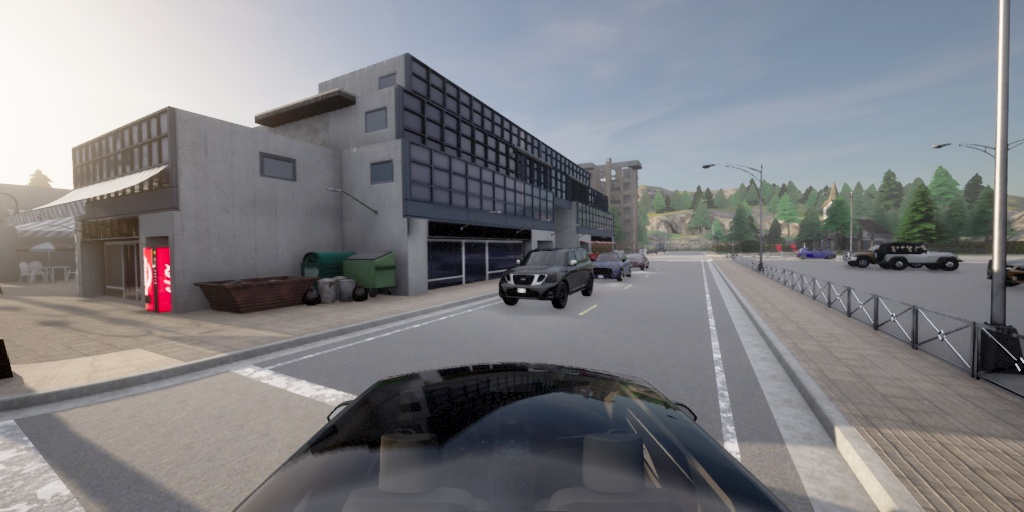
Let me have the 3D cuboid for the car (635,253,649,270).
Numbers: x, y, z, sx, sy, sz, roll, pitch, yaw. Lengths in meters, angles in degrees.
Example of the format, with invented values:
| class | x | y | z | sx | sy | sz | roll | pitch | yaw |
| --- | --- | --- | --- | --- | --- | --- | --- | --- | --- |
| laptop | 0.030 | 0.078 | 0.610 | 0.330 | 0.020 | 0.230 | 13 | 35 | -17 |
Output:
| class | x | y | z | sx | sy | sz | roll | pitch | yaw |
| --- | --- | --- | --- | --- | --- | --- | --- | --- | --- |
| car | 10.917 | 0.451 | 31.715 | 1.812 | 1.442 | 4.674 | 0 | 2 | 28 |

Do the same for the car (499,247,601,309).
| class | x | y | z | sx | sy | sz | roll | pitch | yaw |
| --- | --- | --- | --- | --- | --- | --- | --- | --- | --- |
| car | 1.587 | 0.689 | 13.947 | 2.150 | 2.045 | 5.566 | 0 | 1 | 28 |

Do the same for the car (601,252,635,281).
| class | x | y | z | sx | sy | sz | roll | pitch | yaw |
| --- | --- | --- | --- | --- | --- | --- | --- | --- | --- |
| car | 6.158 | 0.553 | 22.657 | 2.097 | 1.767 | 4.553 | 0 | 2 | 28 |
